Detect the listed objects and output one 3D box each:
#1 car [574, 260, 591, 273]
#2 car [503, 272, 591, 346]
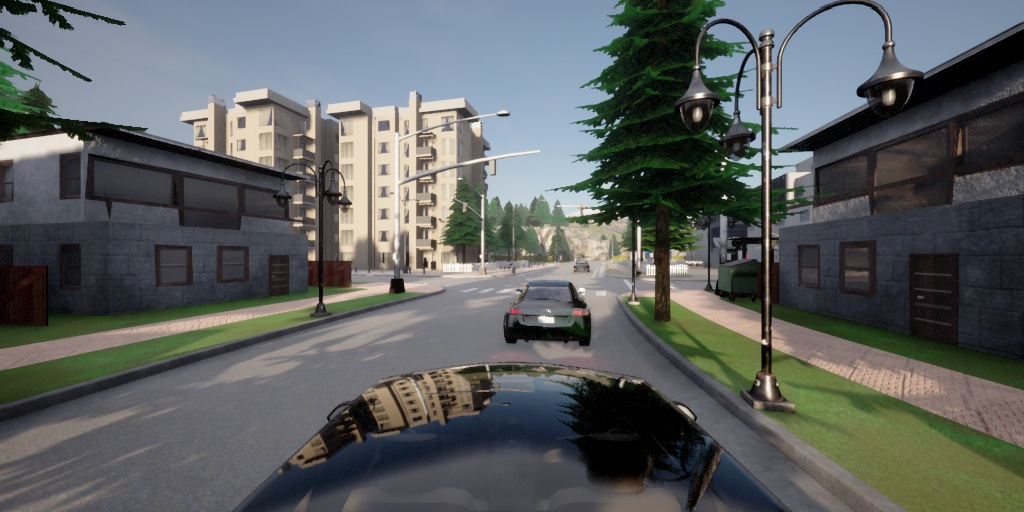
[{"bbox_3d":[8.793,1.276,44.999,2.128,1.511,4.902,0,0,14],"label":"car"},{"bbox_3d":[1.011,1.314,9.513,1.994,1.385,4.181,0,0,9],"label":"car"}]
